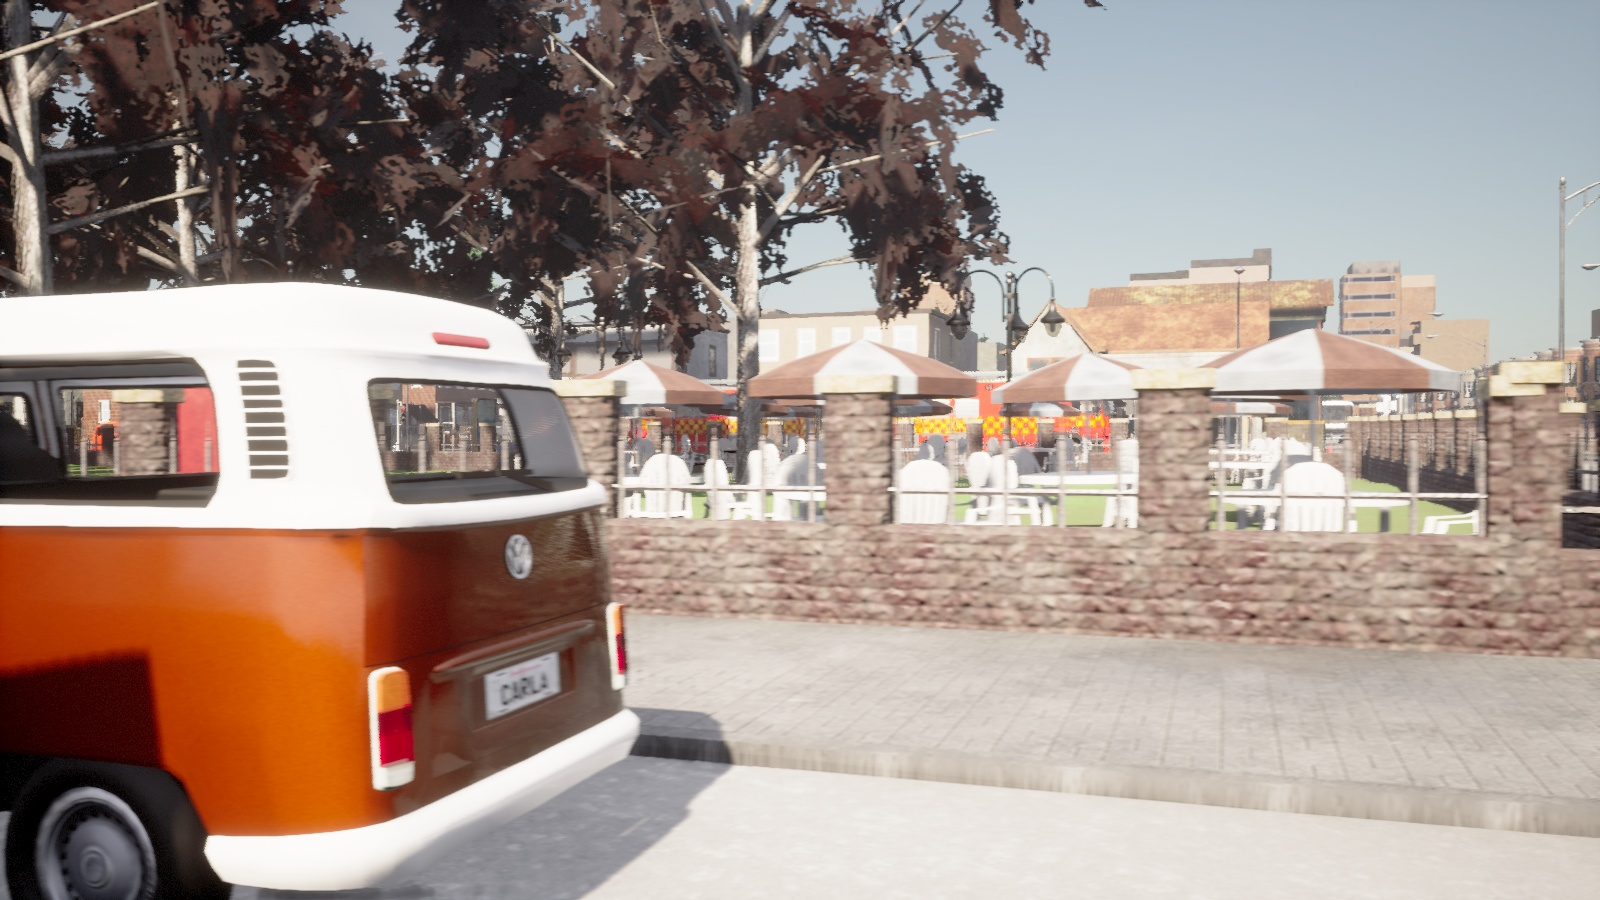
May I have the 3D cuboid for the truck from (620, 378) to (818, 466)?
[{"bbox_3d":[-3.684,-1.264,56.918,8.468,3.827,2.891,1,1,19],"label":"truck"}]

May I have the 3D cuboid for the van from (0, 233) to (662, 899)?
[{"bbox_3d":[-3.005,0.463,4.724,4.480,2.038,2.069,1,1,19],"label":"van"}]

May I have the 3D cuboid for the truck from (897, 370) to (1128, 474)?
[{"bbox_3d":[8.223,-1.087,48.668,8.468,3.827,2.891,1,1,19],"label":"truck"}]
